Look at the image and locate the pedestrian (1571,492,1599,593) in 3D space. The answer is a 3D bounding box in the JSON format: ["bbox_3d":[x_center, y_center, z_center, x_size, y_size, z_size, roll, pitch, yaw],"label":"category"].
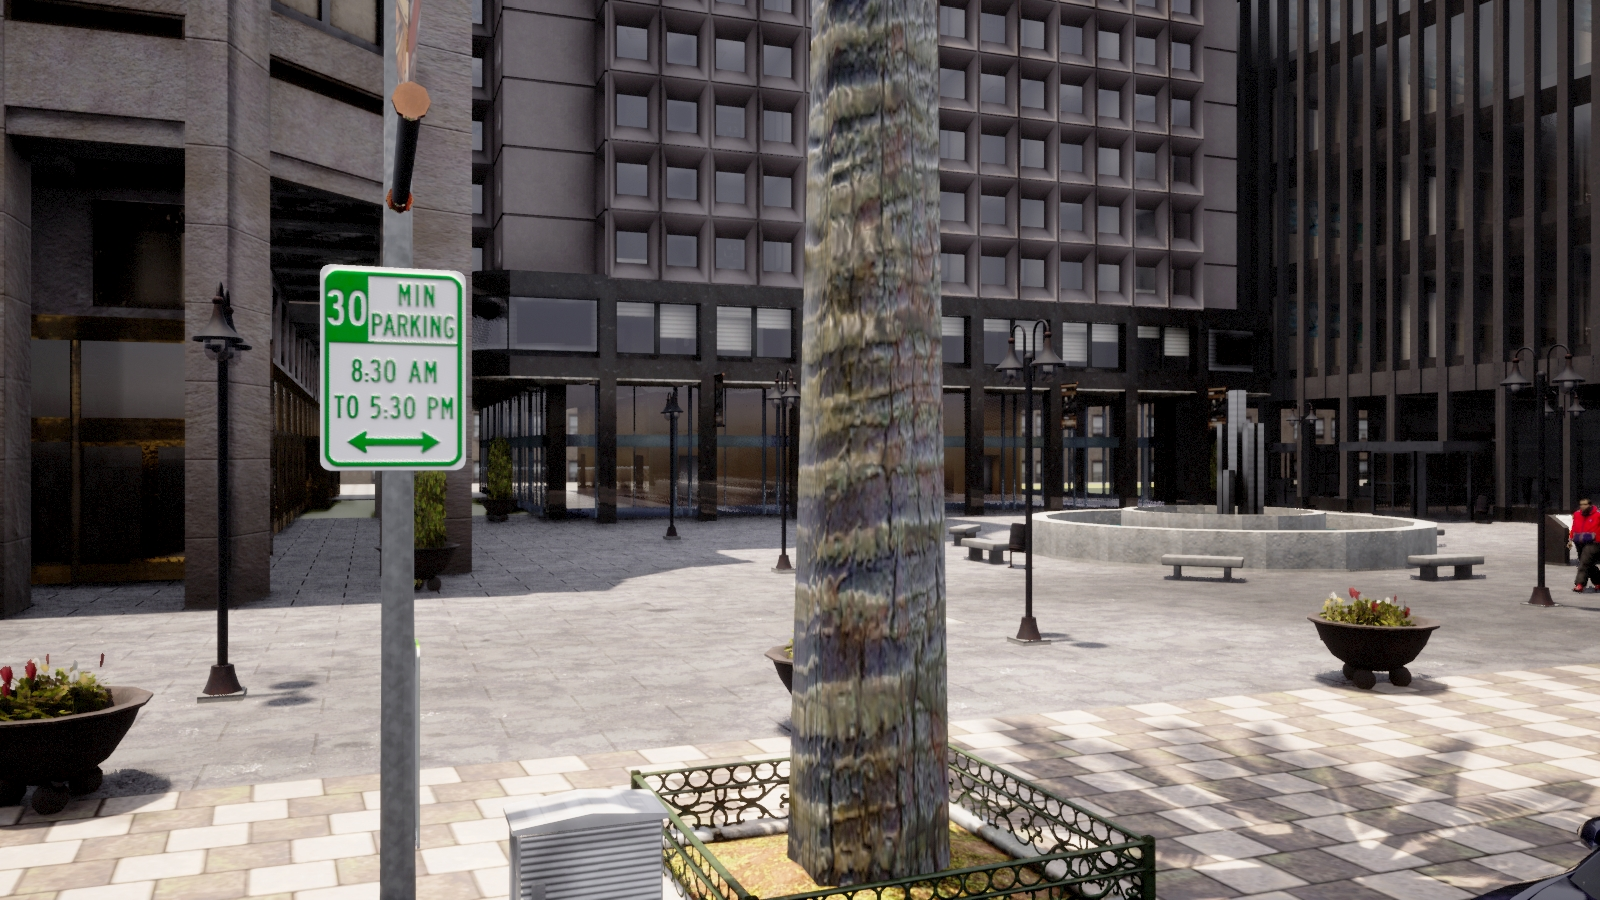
[{"bbox_3d":[14.780,1.722,21.447,0.375,1.860,0.375,0,0,-22],"label":"pedestrian"}]
